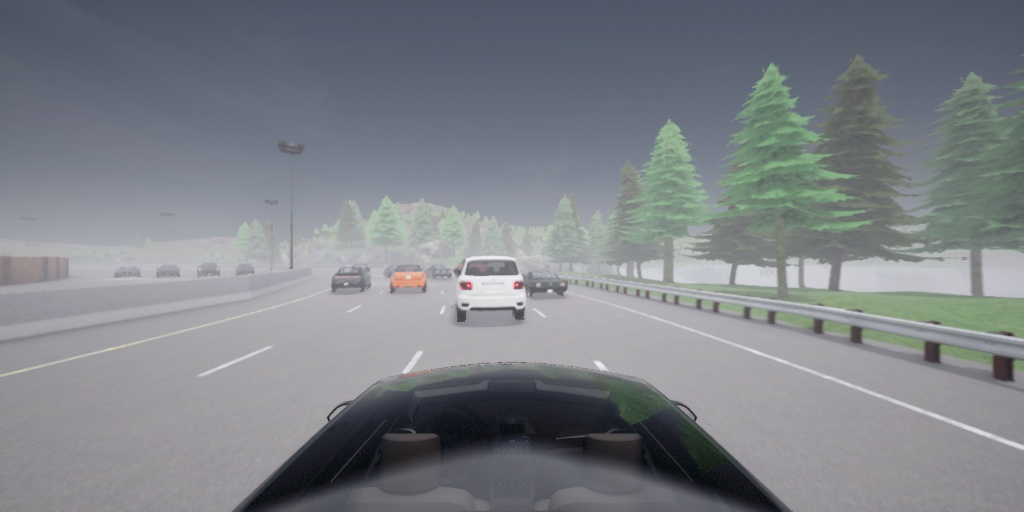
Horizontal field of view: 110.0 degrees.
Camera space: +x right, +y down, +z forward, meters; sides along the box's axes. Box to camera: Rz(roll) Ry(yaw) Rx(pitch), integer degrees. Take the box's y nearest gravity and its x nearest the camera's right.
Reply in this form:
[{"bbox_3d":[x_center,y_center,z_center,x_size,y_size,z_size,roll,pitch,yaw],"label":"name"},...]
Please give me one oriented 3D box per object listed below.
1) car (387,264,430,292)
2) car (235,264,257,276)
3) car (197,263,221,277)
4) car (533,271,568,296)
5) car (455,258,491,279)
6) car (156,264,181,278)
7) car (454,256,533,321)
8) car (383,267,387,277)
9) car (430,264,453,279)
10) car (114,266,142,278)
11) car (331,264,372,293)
[{"bbox_3d":[-6.566,1.270,22.929,2.097,1.767,4.553,0,0,-15],"label":"car"},{"bbox_3d":[-33.033,1.717,44.464,1.837,1.490,4.892,0,-1,-38],"label":"car"},{"bbox_3d":[-36.755,1.581,43.516,2.097,1.767,4.553,0,0,-40],"label":"car"},{"bbox_3d":[1.413,1.449,19.736,1.895,1.301,4.718,0,0,-12],"label":"car"},{"bbox_3d":[-4.185,1.209,37.207,2.150,2.045,5.566,0,0,-23],"label":"car"},{"bbox_3d":[-39.494,1.711,41.342,1.882,1.535,5.008,0,-1,-41],"label":"car"},{"bbox_3d":[-0.906,1.044,13.043,2.150,2.045,5.566,0,0,-8],"label":"car"},{"bbox_3d":[-12.573,1.612,38.559,1.994,1.385,4.181,0,0,-27],"label":"car"},{"bbox_3d":[-7.437,1.548,36.070,2.033,1.411,5.357,0,0,-24],"label":"car"},{"bbox_3d":[-44.240,1.827,41.426,1.994,1.385,4.181,0,0,-43],"label":"car"},{"bbox_3d":[-10.161,1.431,22.901,2.128,1.511,4.902,0,0,-16],"label":"car"}]
